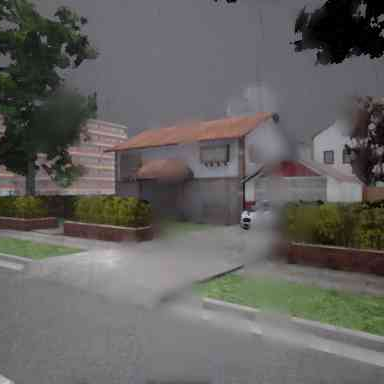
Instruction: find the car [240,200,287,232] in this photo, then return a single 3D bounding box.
[{"bbox_3d":[4.085,1.168,17.390,1.970,1.475,3.806,0,0,36],"label":"car"}]
